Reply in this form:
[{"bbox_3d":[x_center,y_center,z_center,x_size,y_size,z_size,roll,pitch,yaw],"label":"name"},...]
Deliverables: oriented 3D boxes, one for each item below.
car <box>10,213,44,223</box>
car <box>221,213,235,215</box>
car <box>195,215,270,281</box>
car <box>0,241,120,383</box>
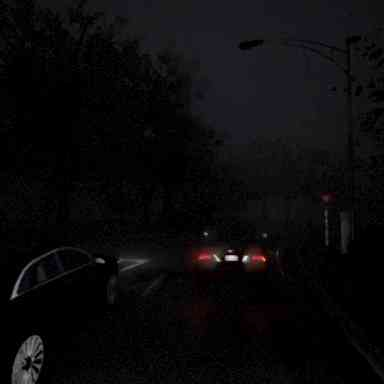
[{"bbox_3d":[-26.499,4.114,53.451,5.008,1.535,1.882,3,-5,-42],"label":"car"},{"bbox_3d":[4.987,3.880,47.997,1.837,1.490,4.892,4,-5,-32],"label":"car"},{"bbox_3d":[1.283,1.613,9.952,2.033,1.411,5.357,0,-2,9],"label":"car"},{"bbox_3d":[-2.574,1.510,5.148,2.128,1.511,4.902,0,0,5],"label":"car"}]
